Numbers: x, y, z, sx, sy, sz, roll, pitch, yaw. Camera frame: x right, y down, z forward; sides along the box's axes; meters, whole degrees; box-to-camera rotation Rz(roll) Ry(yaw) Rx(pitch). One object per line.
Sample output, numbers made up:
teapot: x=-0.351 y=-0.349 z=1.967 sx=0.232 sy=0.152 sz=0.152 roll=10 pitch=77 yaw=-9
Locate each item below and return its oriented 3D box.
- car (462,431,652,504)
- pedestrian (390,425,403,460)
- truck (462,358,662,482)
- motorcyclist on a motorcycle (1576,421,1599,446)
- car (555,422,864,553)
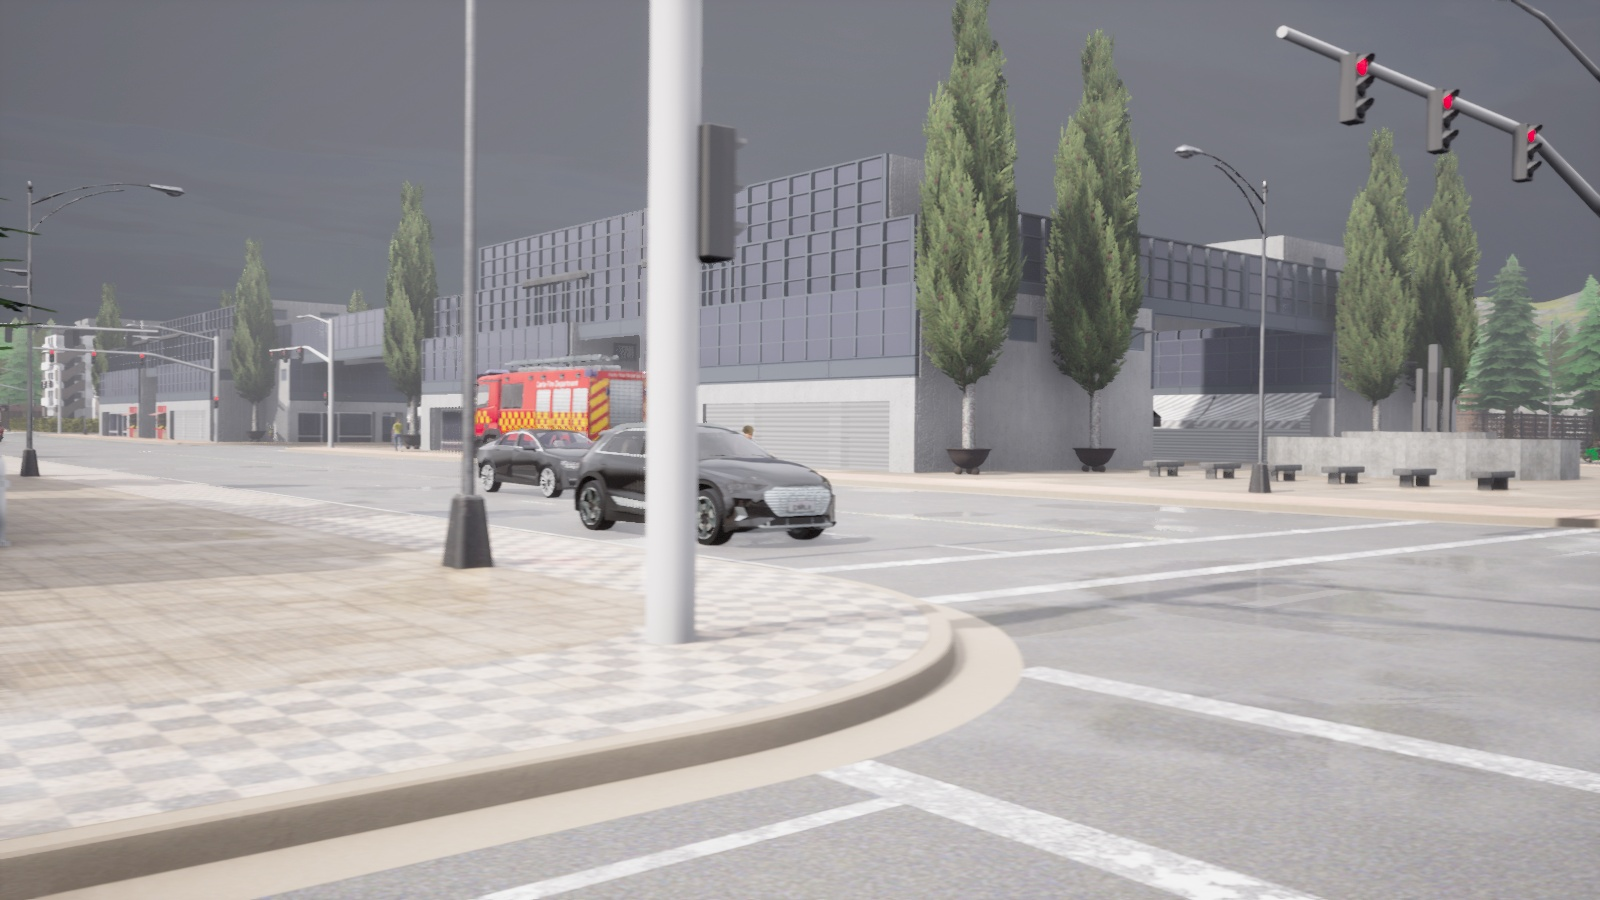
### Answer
car: x=-5.664 y=0.351 z=28.805 sx=2.128 sy=1.511 sz=4.902 roll=-1 pitch=1 yaw=-40
pedestrian: x=-21.309 y=-0.382 z=66.361 sx=0.354 sy=1.836 sz=0.706 roll=-1 pitch=1 yaw=-42
truck: x=-8.293 y=-0.967 z=42.778 sx=2.891 sy=3.827 sz=8.468 roll=-1 pitch=1 yaw=-40
motorcyclist on a motorcycle: x=48.658 y=-0.996 z=76.759 sx=0.797 sy=1.523 sz=2.044 roll=-1 pitch=1 yaw=-21
car: x=-1.471 y=0.447 z=18.375 sx=2.033 sy=1.649 sz=4.856 roll=-1 pitch=1 yaw=-40
